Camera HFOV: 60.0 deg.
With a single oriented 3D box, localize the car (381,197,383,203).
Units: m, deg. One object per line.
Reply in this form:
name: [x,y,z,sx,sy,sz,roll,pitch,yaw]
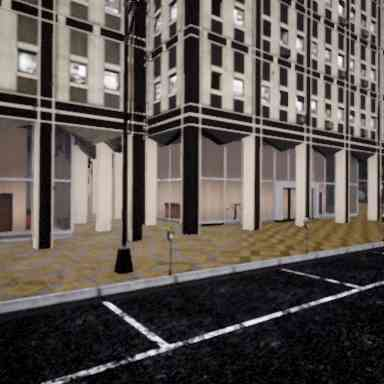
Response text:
car: [42.066,1.792,69.256,1.802,1.307,4.206,2,0,-36]
